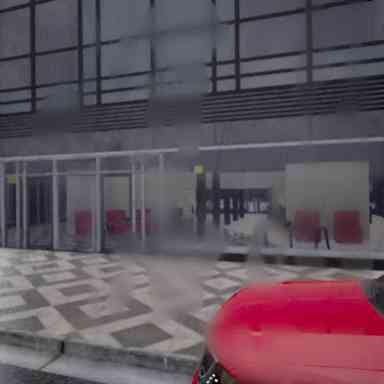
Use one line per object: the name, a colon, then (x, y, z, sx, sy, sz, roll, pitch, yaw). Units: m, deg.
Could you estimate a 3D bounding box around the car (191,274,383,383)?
car: (2.720, 1.225, 2.133, 5.566, 2.045, 2.150, 0, 0, 17)
